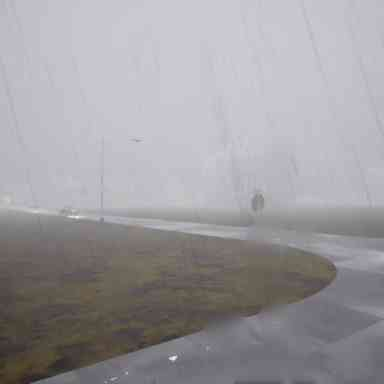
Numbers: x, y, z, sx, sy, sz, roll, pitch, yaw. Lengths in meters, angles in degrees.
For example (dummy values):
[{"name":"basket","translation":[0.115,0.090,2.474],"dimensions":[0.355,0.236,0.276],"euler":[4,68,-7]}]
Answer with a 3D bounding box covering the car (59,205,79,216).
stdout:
[{"name":"car","translation":[-18.537,2.728,50.049],"dimensions":[2.128,1.511,4.902],"euler":[1,-2,-36]}]
